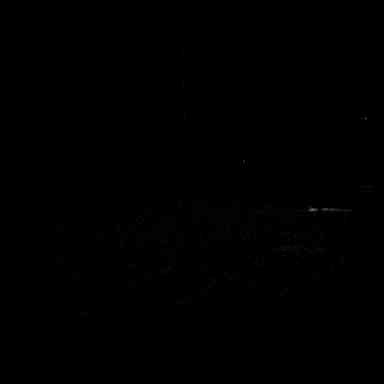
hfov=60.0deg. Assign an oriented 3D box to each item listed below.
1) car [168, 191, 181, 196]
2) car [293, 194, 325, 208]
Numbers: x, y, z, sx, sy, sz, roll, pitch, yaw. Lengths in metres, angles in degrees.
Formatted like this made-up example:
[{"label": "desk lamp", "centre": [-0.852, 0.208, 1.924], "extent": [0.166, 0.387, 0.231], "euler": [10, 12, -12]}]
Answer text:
[{"label": "car", "centre": [-4.402, 0.306, 80.910], "extent": [1.837, 1.490, 4.892], "euler": [-1, 2, -24]}, {"label": "car", "centre": [13.861, 1.079, 39.616], "extent": [1.837, 1.490, 4.892], "euler": [0, 1, -11]}]
